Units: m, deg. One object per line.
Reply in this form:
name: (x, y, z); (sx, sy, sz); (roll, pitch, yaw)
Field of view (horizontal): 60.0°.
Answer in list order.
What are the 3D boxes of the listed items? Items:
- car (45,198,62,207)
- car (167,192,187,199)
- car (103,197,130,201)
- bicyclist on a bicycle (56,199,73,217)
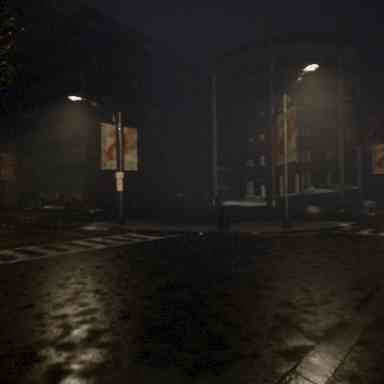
car: (-22.687, 1.669, 54.619); (4.786, 1.482, 2.161); (-1, 0, 40)
car: (-3.738, 0.989, 78.002); (5.566, 2.045, 2.435); (-1, 0, 40)
car: (-10.684, 1.412, 49.971); (4.674, 1.452, 2.002); (-1, 0, 40)
bicyclist on a bicycle: (-11.664, 1.429, 30.497); (0.582, 1.620, 1.656); (-1, 0, 40)
